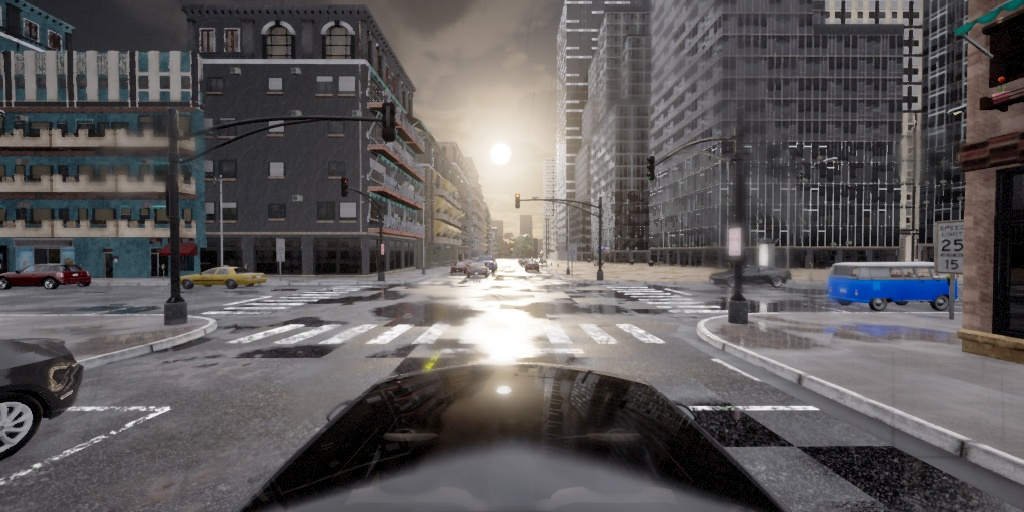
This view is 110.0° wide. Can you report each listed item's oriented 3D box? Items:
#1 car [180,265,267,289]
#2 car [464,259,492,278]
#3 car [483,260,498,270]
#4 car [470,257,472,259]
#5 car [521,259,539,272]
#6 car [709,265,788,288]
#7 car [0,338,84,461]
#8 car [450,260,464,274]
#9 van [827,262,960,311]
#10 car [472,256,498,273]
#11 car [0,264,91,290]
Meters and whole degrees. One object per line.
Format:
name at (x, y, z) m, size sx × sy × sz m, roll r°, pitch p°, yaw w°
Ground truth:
car at (-17.930, 1.247, 22.133) m, size 4.829 × 1.417 × 1.751 m, roll 0°, pitch 0°, yaw 0°
car at (-3.174, 1.270, 34.221) m, size 1.812 × 1.442 × 4.674 m, roll 0°, pitch 0°, yaw 0°
car at (-3.205, 1.309, 54.101) m, size 1.994 × 1.385 × 4.181 m, roll 0°, pitch 0°, yaw 0°
car at (-5.793, 1.184, 45.893) m, size 1.967 × 1.591 × 4.097 m, roll 0°, pitch 0°, yaw 0°
car at (2.554, 1.289, 45.970) m, size 1.888 × 1.381 × 4.507 m, roll 0°, pitch 0°, yaw 0°
car at (14.628, 1.215, 22.262) m, size 4.313 × 1.339 × 1.948 m, roll 0°, pitch 0°, yaw 0°
car at (-5.692, 1.300, 2.178) m, size 2.007 × 1.370 × 4.403 m, roll 0°, pitch 0°, yaw 0°
car at (-5.780, 1.289, 40.245) m, size 1.888 × 1.381 × 4.507 m, roll 0°, pitch 0°, yaw 0°
van at (14.661, 1.117, 13.882) m, size 3.998 × 1.789 × 1.690 m, roll 0°, pitch 0°, yaw 0°
car at (-3.193, 0.966, 44.127) m, size 2.150 × 2.045 × 5.566 m, roll 0°, pitch 0°, yaw 0°
car at (-28.827, 1.190, 22.090) m, size 4.097 × 1.591 × 1.967 m, roll 0°, pitch 0°, yaw 0°
